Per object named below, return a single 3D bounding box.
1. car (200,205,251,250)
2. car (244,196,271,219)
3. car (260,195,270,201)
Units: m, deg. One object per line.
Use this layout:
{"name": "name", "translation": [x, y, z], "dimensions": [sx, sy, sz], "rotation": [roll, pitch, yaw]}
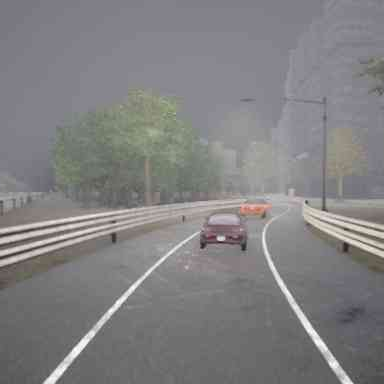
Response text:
{"name": "car", "translation": [1.482, 1.532, 14.440], "dimensions": [1.812, 1.442, 4.674], "rotation": [0, 0, 10]}
{"name": "car", "translation": [5.840, 1.370, 29.979], "dimensions": [2.097, 1.767, 4.553], "rotation": [1, 0, 21]}
{"name": "car", "translation": [19.077, 1.570, 87.189], "dimensions": [1.895, 1.301, 4.718], "rotation": [0, 0, 2]}
